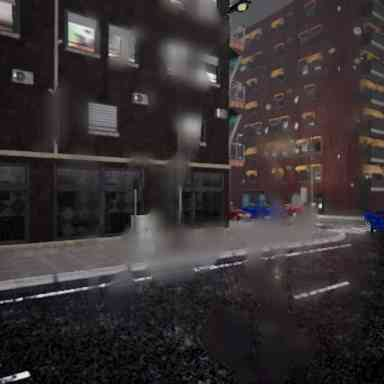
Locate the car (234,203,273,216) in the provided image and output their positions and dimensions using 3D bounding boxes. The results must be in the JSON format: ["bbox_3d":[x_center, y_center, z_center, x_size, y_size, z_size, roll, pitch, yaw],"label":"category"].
[{"bbox_3d":[7.179,2.033,39.297,1.947,1.339,4.313,-1,0,-36],"label":"car"}]

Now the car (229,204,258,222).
[{"bbox_3d":[3.530,1.942,30.096,1.802,1.307,4.206,-1,0,-36],"label":"car"}]

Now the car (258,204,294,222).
[{"bbox_3d":[6.461,1.830,30.426,1.882,1.535,5.008,0,-1,-36],"label":"car"}]

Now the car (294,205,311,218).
[{"bbox_3d":[10.296,1.942,34.985,1.887,1.381,4.507,-1,0,-36],"label":"car"}]

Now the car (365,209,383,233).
[{"bbox_3d":[11.429,1.642,18.458,1.882,1.535,5.008,1,-1,5],"label":"car"}]
